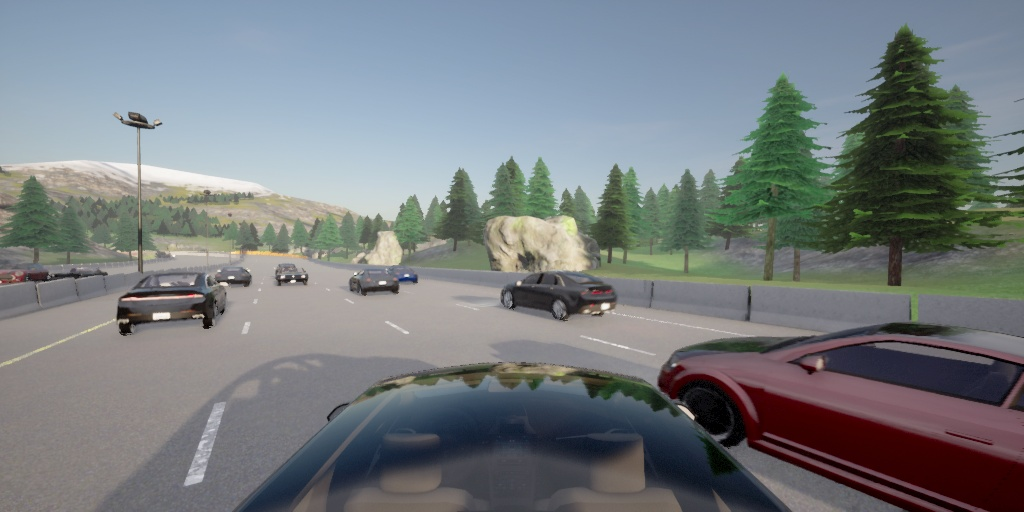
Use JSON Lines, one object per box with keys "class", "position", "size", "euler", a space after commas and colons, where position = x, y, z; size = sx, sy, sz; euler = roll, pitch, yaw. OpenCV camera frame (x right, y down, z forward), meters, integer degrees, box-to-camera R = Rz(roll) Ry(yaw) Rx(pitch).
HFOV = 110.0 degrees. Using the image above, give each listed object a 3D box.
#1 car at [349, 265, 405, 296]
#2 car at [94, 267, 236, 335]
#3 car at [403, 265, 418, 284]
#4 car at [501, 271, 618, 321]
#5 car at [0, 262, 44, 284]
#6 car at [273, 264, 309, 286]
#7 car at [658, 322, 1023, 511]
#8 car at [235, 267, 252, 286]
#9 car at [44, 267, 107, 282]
{"class": "car", "position": [-7.811, 1.366, 20.176], "size": [1.994, 1.385, 4.181], "euler": [0, 0, -34]}
{"class": "car", "position": [-9.898, 1.251, 10.741], "size": [2.128, 1.511, 4.902], "euler": [0, 0, -34]}
{"class": "car", "position": [-8.856, 1.425, 27.998], "size": [1.994, 1.385, 4.181], "euler": [0, -1, -34]}
{"class": "car", "position": [1.437, 1.265, 12.704], "size": [1.837, 1.490, 4.892], "euler": [0, 0, -34]}
{"class": "car", "position": [-38.405, 1.327, 27.818], "size": [2.097, 1.767, 4.553], "euler": [0, 0, -34]}
{"class": "car", "position": [-16.345, 1.480, 26.588], "size": [1.895, 1.301, 4.718], "euler": [0, -1, -34]}
{"class": "car", "position": [3.563, 1.319, 3.276], "size": [1.994, 1.385, 4.181], "euler": [0, 0, -34]}
{"class": "car", "position": [-20.092, 1.451, 25.887], "size": [1.994, 1.385, 4.181], "euler": [0, -1, -34]}
{"class": "car", "position": [-35.082, 1.575, 29.135], "size": [1.895, 1.301, 4.718], "euler": [0, -1, -33]}
